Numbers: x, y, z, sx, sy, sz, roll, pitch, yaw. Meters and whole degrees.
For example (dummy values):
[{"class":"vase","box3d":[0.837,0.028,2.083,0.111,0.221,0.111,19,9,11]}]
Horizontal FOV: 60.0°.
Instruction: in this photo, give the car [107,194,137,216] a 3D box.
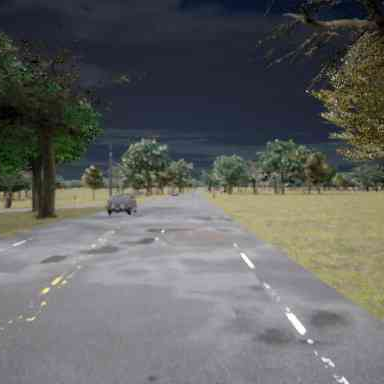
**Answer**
[{"class":"car","box3d":[-6.837,1.195,33.177,2.150,2.045,5.566,0,0,0]}]
